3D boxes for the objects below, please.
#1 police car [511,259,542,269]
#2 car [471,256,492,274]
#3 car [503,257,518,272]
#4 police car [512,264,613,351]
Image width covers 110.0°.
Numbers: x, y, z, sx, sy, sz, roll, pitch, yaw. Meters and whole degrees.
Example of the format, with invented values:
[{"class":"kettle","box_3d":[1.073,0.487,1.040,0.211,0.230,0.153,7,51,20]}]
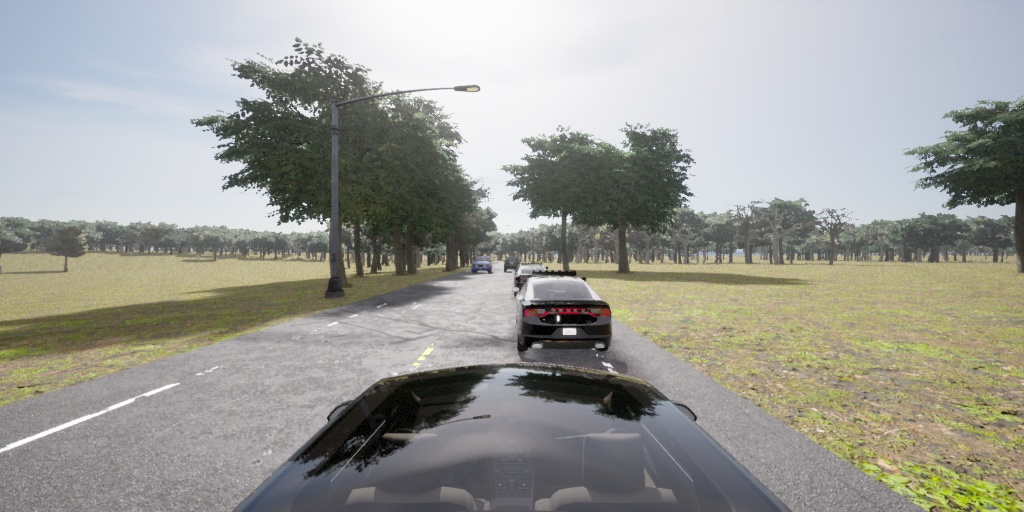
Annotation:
[{"class":"police car","box_3d":[1.043,1.173,19.119,1.930,1.638,5.238,0,0,0]},{"class":"car","box_3d":[-3.516,1.060,42.677,2.150,2.045,5.566,0,0,0]},{"class":"car","box_3d":[0.014,1.106,48.479,2.150,2.045,5.566,0,-1,0]},{"class":"police car","box_3d":[1.047,1.173,9.117,1.930,1.638,5.238,0,0,0]}]
